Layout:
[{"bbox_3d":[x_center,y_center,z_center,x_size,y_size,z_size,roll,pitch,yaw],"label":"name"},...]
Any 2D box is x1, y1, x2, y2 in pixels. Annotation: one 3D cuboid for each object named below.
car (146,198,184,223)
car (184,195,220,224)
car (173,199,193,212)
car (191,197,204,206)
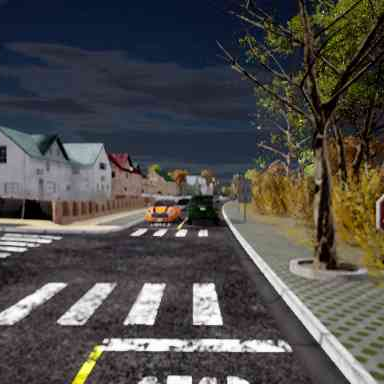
[{"bbox_3d":[-2.066,1.350,25.139,2.097,1.767,4.553,0,0,4],"label":"car"},{"bbox_3d":[0.872,1.217,24.643,2.150,2.045,5.566,0,0,3],"label":"car"},{"bbox_3d":[-0.997,1.571,39.869,1.812,1.442,4.674,0,0,5],"label":"car"},{"bbox_3d":[1.087,1.685,59.151,1.812,1.442,4.674,0,-1,7],"label":"car"}]
